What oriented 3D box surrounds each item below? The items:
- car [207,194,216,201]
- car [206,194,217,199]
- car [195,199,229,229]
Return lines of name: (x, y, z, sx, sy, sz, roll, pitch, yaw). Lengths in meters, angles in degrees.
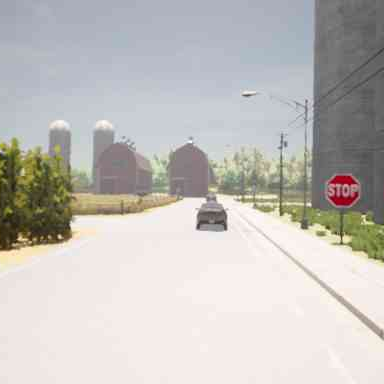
car: (4.254, 1.157, 74.064, 1.882, 1.535, 5.008, 1, 0, 3)
car: (3.752, 1.093, 64.127, 2.097, 1.767, 4.553, 1, 0, 4)
car: (1.266, 1.418, 21.165, 1.837, 1.490, 4.892, 1, 0, 3)
